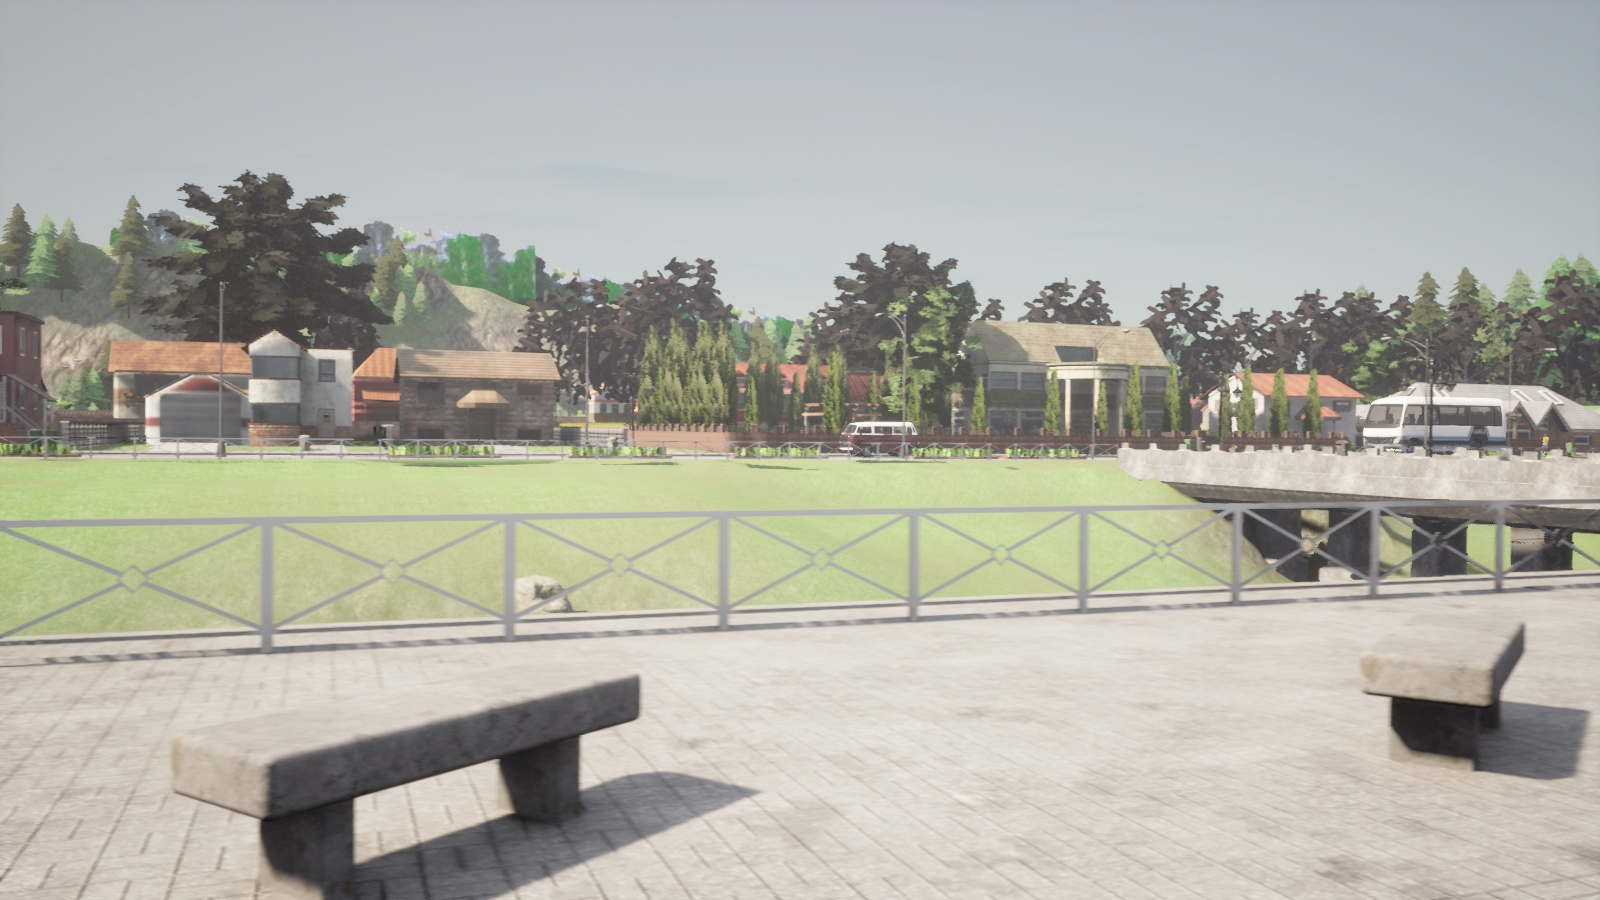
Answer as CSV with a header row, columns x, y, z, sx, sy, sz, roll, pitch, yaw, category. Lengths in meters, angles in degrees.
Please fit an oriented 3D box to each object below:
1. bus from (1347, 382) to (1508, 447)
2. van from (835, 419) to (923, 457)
x,y,z,sx,sy,sz,roll,pitch,yaw,category
43.024,-2.444,86.065,10.273,4.253,3.944,-1,1,-21,bus
4.492,-0.690,71.459,4.480,2.038,2.069,-1,1,-21,van
